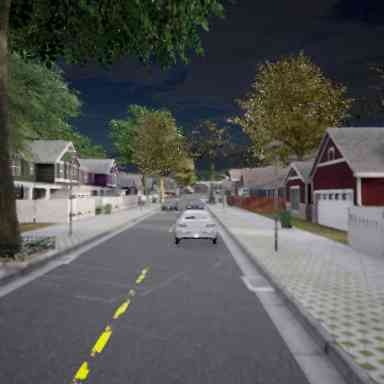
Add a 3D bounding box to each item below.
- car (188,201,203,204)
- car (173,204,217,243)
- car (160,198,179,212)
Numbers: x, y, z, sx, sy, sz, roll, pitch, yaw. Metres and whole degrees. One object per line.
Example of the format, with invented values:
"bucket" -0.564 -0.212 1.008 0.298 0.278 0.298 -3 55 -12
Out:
"car" 0.315 1.640 37.472 1.895 1.301 4.718 0 0 0
"car" 0.192 1.535 15.881 1.812 1.442 4.674 0 0 0
"car" -2.603 1.546 39.761 1.837 1.490 4.892 0 0 1
